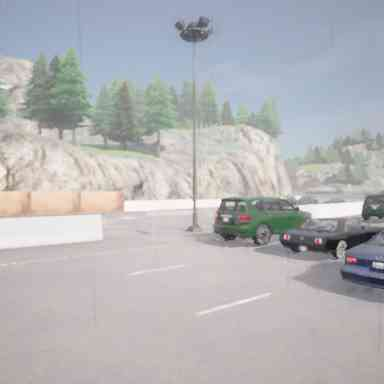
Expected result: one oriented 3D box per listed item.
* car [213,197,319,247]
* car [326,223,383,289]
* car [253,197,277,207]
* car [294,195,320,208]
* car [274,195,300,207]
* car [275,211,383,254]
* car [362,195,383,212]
[{"bbox_3d":[3.479,1.232,15.454,5.566,2.045,2.150,0,0,-39],"label":"car"},{"bbox_3d":[5.804,1.544,8.351,5.357,1.411,2.033,0,0,-38],"label":"car"},{"bbox_3d":[11.765,1.598,53.300,1.994,1.385,4.181,0,0,40],"label":"car"},{"bbox_3d":[16.768,1.368,48.393,2.097,1.767,4.553,0,0,40],"label":"car"},{"bbox_3d":[14.690,1.376,51.338,2.097,1.767,4.553,0,0,40],"label":"car"},{"bbox_3d":[5.462,1.603,12.562,4.718,1.301,1.895,0,0,-39],"label":"car"},{"bbox_3d":[15.102,1.218,25.850,5.566,2.045,2.150,0,0,-44],"label":"car"}]
